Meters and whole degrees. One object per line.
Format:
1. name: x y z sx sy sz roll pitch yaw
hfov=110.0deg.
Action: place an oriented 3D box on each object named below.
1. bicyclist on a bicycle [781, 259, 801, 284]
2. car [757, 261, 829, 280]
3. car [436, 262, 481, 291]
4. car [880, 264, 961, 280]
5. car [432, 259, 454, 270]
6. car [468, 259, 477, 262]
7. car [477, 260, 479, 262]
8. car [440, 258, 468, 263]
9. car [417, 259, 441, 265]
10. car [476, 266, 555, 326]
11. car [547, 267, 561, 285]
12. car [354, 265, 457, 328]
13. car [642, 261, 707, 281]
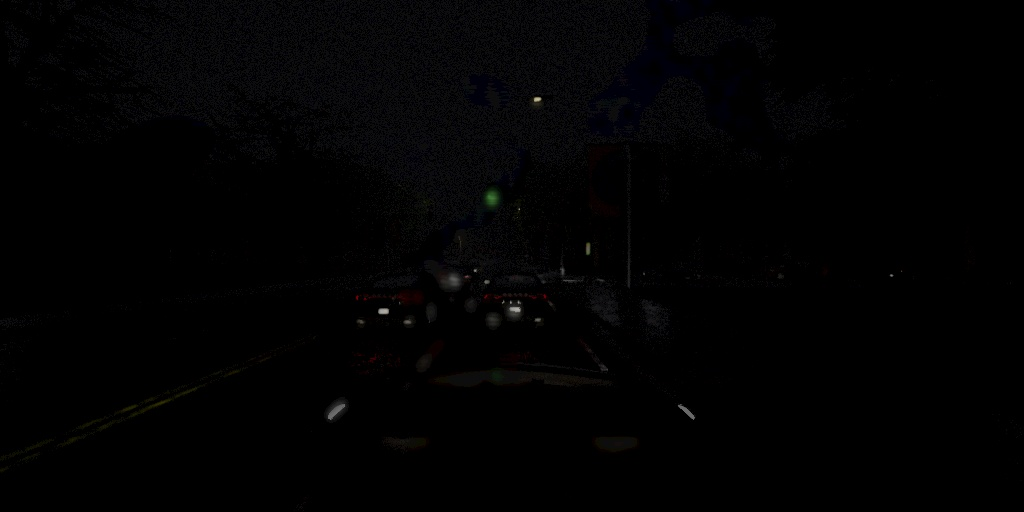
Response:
1. bicyclist on a bicycle: 18.126 0.997 23.312 0.582 1.620 1.656 0 0 0
2. car: 22.752 1.154 29.165 5.008 1.535 1.882 0 0 0
3. car: -3.156 1.285 21.780 1.994 1.385 4.181 0 0 0
4. car: 33.056 1.269 29.149 4.718 1.301 1.895 0 0 0
5. car: -9.842 1.181 51.633 2.128 1.511 4.902 0 0 0
6. car: -6.599 1.254 51.124 1.994 1.385 4.181 0 0 0
7. car: -6.554 1.208 61.220 1.812 1.442 4.674 0 0 0
8. car: -6.605 1.224 41.265 1.812 1.442 4.674 0 0 0
9. car: -9.856 1.224 41.525 1.812 1.442 4.674 0 0 -1
10. car: 0.097 1.212 11.627 1.882 1.535 5.008 0 0 0
11. car: 1.666 1.318 23.377 1.895 1.301 4.718 0 0 25
12. car: -3.153 1.212 11.284 1.882 1.535 5.008 0 0 0
13. car: 13.183 1.179 29.177 4.902 1.511 2.128 0 0 0
